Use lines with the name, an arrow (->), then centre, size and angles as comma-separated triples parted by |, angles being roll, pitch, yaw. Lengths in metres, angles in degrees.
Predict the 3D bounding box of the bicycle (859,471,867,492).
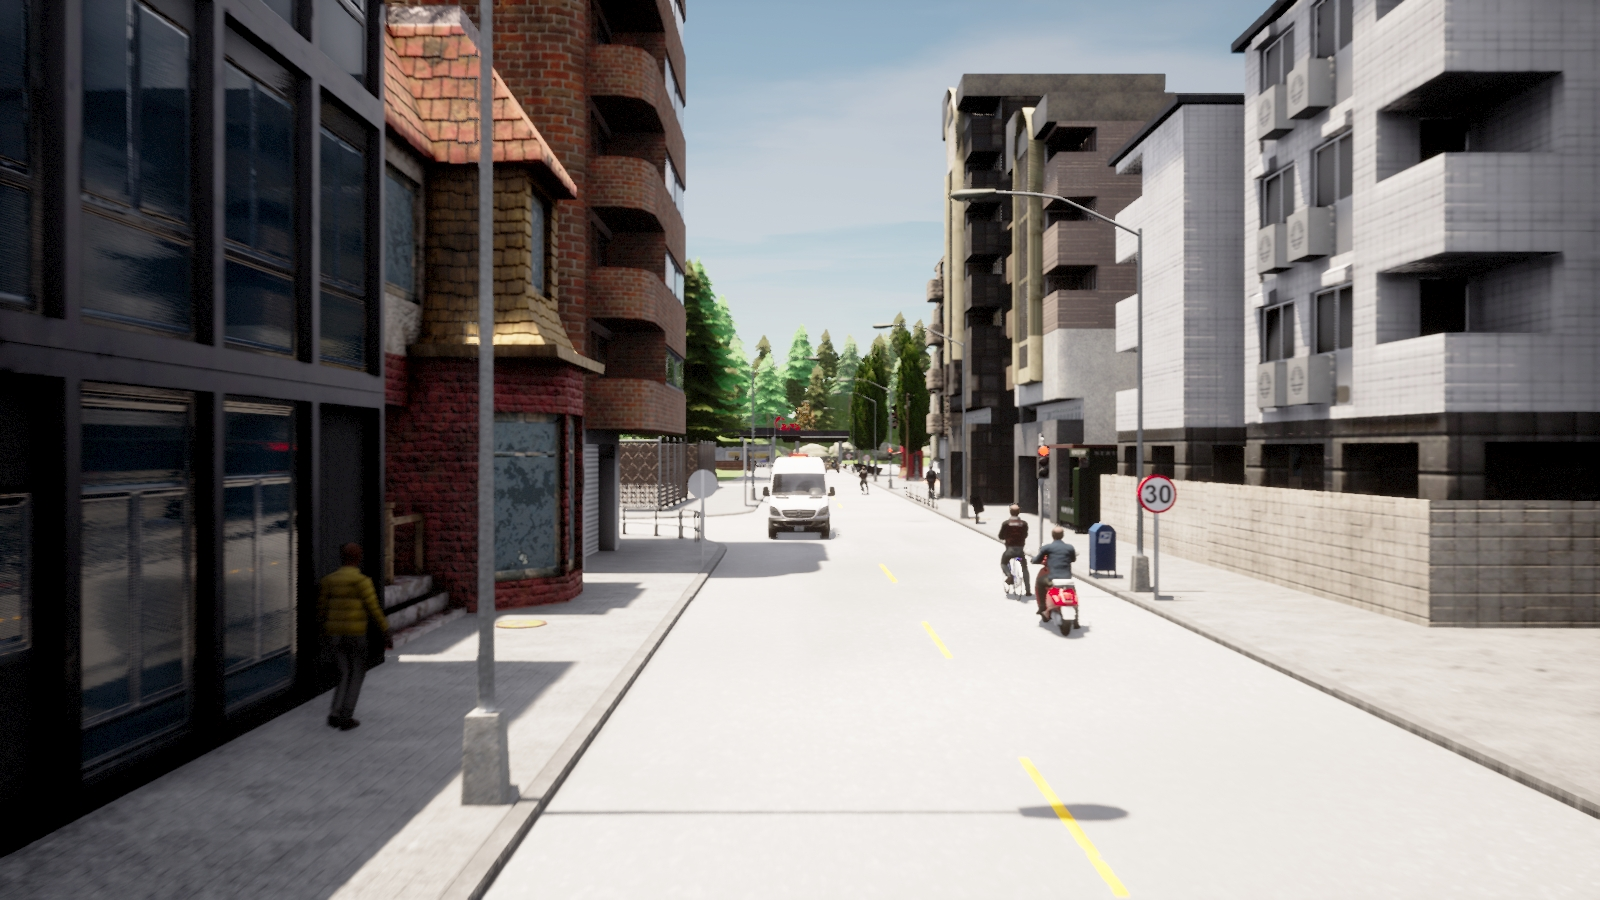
bicycle -> 3.933, 1.940, 71.391 | 0.329, 1.271, 1.835 | 0, 0, 0

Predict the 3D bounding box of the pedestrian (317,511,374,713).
pedestrian -> -4.321, 1.523, 10.869 | 0.375, 1.860, 0.375 | 0, 0, 7

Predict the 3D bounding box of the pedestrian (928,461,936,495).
pedestrian -> 7.223, 1.523, 62.621 | 0.375, 1.860, 0.375 | 0, 0, -5

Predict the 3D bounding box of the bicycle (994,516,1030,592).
bicycle -> 4.006, 1.940, 21.676 | 0.329, 1.271, 1.835 | 0, 0, 0

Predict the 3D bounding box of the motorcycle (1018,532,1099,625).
motorcycle -> 4.000, 1.962, 17.802 | 0.856, 1.236, 1.805 | 0, 0, 0

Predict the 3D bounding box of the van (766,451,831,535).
van -> -0.039, 1.314, 38.012 | 1.988, 2.561, 5.915 | 0, 0, 0
